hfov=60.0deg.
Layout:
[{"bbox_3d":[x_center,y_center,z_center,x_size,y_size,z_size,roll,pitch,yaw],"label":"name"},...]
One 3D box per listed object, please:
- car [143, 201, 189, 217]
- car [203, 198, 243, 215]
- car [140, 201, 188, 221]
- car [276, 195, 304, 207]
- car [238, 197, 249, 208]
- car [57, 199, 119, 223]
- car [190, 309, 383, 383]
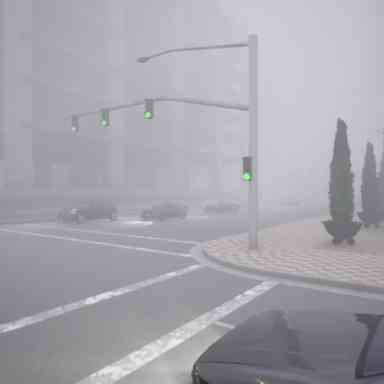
[{"bbox_3d":[-2.493,1.596,32.657,1.895,1.301,4.718,0,0,36],"label":"car"},{"bbox_3d":[3.123,1.597,34.453,1.895,1.301,4.718,0,0,36],"label":"car"},{"bbox_3d":[-2.230,1.560,27.042,1.994,1.385,4.181,0,0,36],"label":"car"},{"bbox_3d":[14.969,1.521,50.740,1.812,1.442,4.674,0,0,36],"label":"car"},{"bbox_3d":[6.358,1.473,44.889,1.882,1.535,5.008,0,0,36],"label":"car"},{"bbox_3d":[-7.838,1.347,25.255,2.097,1.767,4.553,0,0,36],"label":"car"},{"bbox_3d":[2.530,1.548,2.158,5.357,1.411,2.033,0,0,36],"label":"car"}]
